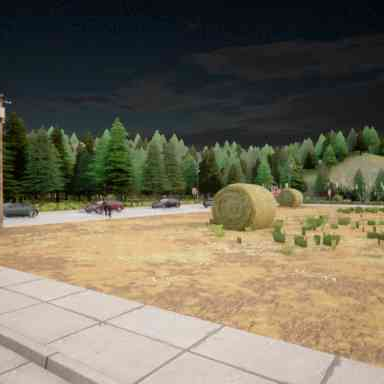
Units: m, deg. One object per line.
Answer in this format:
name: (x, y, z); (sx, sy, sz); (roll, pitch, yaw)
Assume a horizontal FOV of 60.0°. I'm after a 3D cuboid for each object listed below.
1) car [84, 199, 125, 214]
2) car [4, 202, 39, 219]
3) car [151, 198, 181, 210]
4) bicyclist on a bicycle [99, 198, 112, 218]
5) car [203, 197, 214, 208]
car: (-9.482, 1.552, 36.373); (1.812, 1.442, 4.674); (0, 0, 37)
car: (-15.400, 1.591, 28.384); (1.994, 1.385, 4.181); (0, 0, 36)
car: (-3.397, 1.553, 44.596); (1.812, 1.442, 4.674); (0, 0, 37)
bicyclist on a bicycle: (-7.068, 1.327, 27.067); (1.656, 1.620, 0.582); (0, 0, 36)
car: (3.480, 1.518, 47.815); (2.128, 1.511, 4.902); (0, 0, 37)
